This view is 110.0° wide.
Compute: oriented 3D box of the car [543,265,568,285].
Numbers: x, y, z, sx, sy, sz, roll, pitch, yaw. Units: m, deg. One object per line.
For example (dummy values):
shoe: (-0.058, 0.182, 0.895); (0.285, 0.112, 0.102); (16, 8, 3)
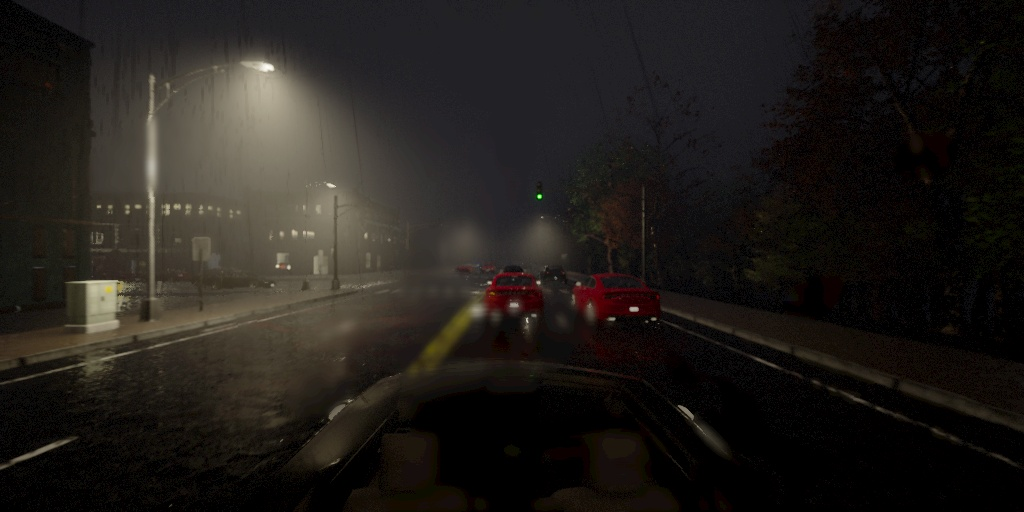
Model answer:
car: (3.339, 1.511, 29.310); (2.128, 1.511, 4.902); (0, -1, 0)

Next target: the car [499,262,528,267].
car: (0.091, 1.527, 29.583); (1.837, 1.490, 4.892); (0, 0, 0)

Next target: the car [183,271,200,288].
car: (-23.572, 1.811, 29.333); (4.674, 1.442, 1.812); (-1, 0, 0)

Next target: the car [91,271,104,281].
car: (-33.833, 1.842, 26.749); (4.097, 1.591, 1.967); (0, 0, 0)

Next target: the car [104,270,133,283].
car: (-39.362, 2.046, 35.135); (4.207, 1.307, 1.802); (0, 0, 0)

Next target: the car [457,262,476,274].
car: (-6.599, 1.826, 50.832); (1.895, 1.301, 4.718); (0, -1, 0)

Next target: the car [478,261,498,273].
car: (-3.346, 1.754, 51.171); (1.812, 1.442, 4.674); (0, 0, 0)

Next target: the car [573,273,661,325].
car: (3.349, 1.332, 12.317); (1.882, 1.535, 5.008); (0, -1, 0)

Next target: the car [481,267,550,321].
car: (0.096, 1.338, 12.997); (1.882, 1.535, 5.008); (0, -1, 0)

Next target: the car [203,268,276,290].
car: (-19.956, 1.810, 26.617); (4.313, 1.339, 1.948); (0, 0, 0)

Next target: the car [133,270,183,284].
car: (-33.828, 1.984, 35.130); (4.207, 1.307, 1.802); (0, 0, 0)
